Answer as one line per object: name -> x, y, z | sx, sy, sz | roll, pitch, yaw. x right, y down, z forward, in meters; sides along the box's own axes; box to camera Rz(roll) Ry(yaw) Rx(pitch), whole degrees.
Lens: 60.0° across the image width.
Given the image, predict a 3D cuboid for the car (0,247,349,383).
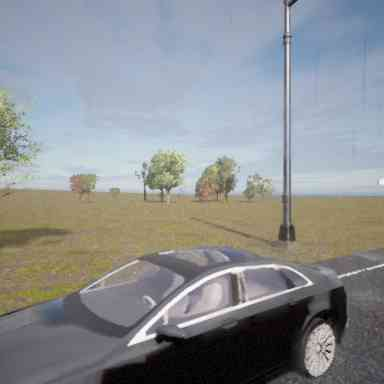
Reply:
car -> -0.111, 1.492, 3.918 | 4.902, 1.511, 2.128 | 0, 0, -36
